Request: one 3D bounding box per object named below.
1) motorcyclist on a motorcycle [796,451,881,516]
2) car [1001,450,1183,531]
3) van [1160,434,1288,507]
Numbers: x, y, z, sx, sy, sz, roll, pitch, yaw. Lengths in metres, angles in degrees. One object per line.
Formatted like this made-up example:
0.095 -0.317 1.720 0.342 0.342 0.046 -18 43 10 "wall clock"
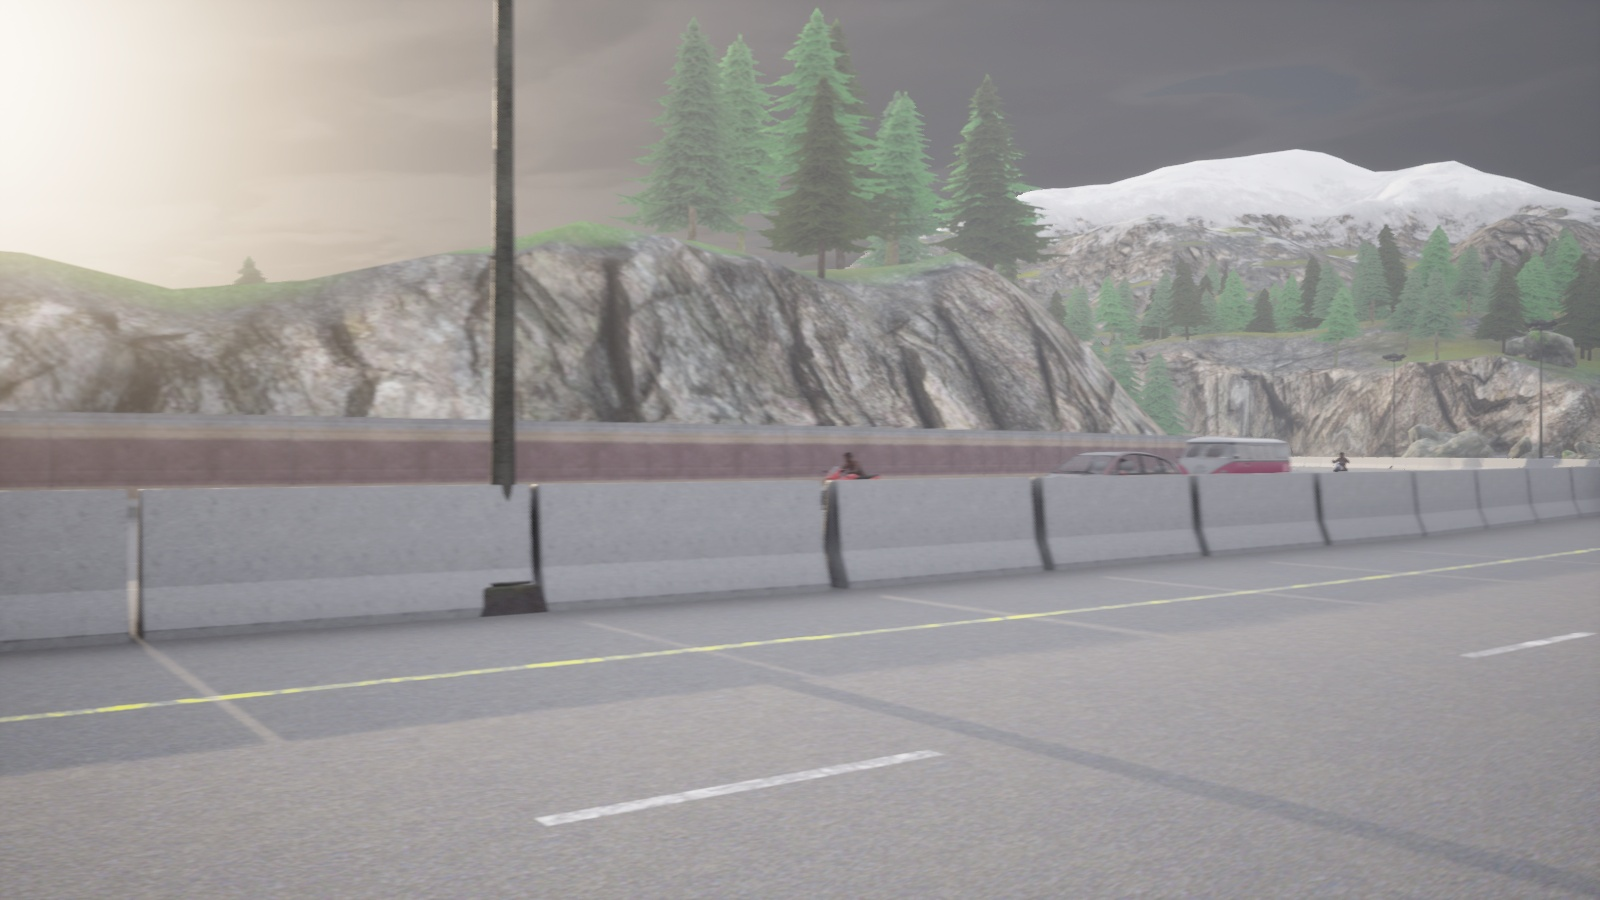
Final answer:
0.951 0.801 30.597 2.044 1.523 0.797 0 -1 -40 "motorcyclist on a motorcycle"
6.027 0.775 25.772 3.705 1.549 1.789 0 0 -41 "car"
12.369 0.563 36.458 1.775 1.987 4.442 0 0 44 "van"
